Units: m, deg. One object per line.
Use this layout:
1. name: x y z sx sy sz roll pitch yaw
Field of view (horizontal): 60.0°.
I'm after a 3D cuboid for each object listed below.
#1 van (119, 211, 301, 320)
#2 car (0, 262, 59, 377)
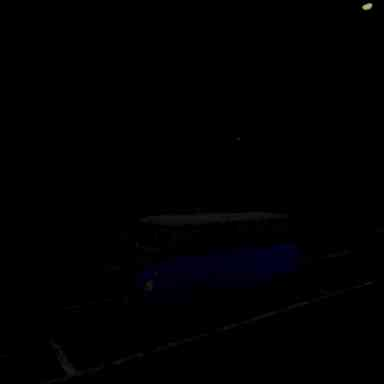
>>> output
1. van: 0.544 1.339 7.036 3.998 1.788 1.690 0 0 -35
2. car: -3.864 1.567 3.895 4.313 1.339 1.947 0 0 -35
